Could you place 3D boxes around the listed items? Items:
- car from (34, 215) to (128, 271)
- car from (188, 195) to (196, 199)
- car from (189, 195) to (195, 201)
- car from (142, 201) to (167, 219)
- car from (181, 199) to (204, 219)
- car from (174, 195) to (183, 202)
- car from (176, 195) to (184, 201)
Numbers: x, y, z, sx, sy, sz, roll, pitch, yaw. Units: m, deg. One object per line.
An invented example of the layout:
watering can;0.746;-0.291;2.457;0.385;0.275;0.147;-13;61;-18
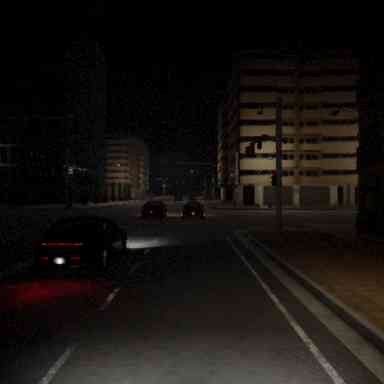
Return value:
car;-3.422;1.534;11.046;1.837;1.490;4.892;0;0;0
car;0.028;1.716;85.335;1.837;1.490;4.892;0;0;0
car;0.031;1.671;94.460;1.812;1.442;4.674;0;0;0
car;-3.399;1.555;30.432;1.882;1.535;5.008;0;0;0
car;0.093;1.602;29.865;1.812;1.442;4.674;0;0;0
car;-3.472;1.571;85.034;2.097;1.767;4.553;0;0;0
car;-3.469;1.687;94.462;2.033;1.411;5.357;0;0;0
